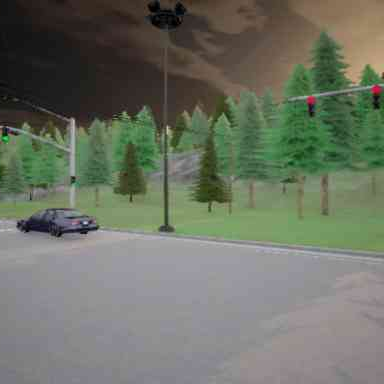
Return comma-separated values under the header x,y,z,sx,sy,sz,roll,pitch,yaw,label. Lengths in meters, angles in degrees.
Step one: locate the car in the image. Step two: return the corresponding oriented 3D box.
x,y,z,sx,sy,sz,roll,pitch,yaw,label
-7.263,1.560,17.769,5.357,1.411,2.033,0,0,35,car
